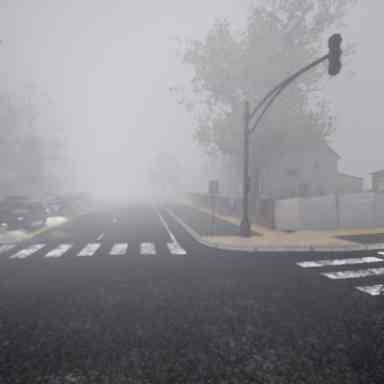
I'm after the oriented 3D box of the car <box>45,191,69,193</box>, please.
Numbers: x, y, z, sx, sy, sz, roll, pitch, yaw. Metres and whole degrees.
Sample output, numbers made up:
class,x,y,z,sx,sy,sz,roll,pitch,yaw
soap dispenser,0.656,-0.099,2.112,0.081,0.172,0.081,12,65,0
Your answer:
class,x,y,z,sx,sy,sz,roll,pitch,yaw
car,-15.612,0.771,36.959,2.097,1.767,4.553,1,1,-8

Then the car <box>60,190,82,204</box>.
class,x,y,z,sx,sy,sz,roll,pitch,yaw
car,-17.053,0.655,47.139,2.097,1.767,4.553,1,1,-8

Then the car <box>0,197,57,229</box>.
class,x,y,z,sx,sy,sz,roll,pitch,yaw
car,-9.771,1.217,19.300,2.033,1.411,5.357,1,1,-8

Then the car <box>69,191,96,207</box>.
class,x,y,z,sx,sy,sz,roll,pitch,yaw
car,-12.589,0.794,38.768,2.097,1.767,4.553,1,1,-8

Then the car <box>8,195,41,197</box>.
class,x,y,z,sx,sy,sz,roll,pitch,yaw
car,-14.166,1.040,26.961,1.837,1.490,4.892,1,1,-8

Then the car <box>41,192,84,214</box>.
class,x,y,z,sx,sy,sz,roll,pitch,yaw
car,-11.173,1.047,28.971,2.128,1.511,4.902,1,1,-8
